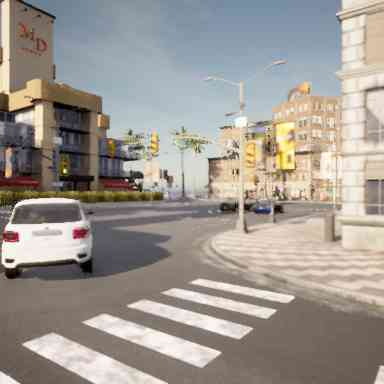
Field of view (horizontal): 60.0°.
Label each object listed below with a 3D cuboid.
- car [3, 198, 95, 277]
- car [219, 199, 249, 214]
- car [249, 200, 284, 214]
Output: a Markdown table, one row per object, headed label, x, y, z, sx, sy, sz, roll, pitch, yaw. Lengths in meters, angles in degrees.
| label | x | y | z | sx | sy | sz | roll | pitch | yaw |
| --- | --- | --- | --- | --- | --- | --- | --- | --- | --- |
| car | -4.288 | 1.210 | 10.510 | 2.150 | 2.045 | 5.566 | -1 | 0 | -18 |
| car | 4.826 | 1.460 | 36.011 | 1.882 | 1.535 | 5.008 | 0 | 0 | 35 |
| car | 7.954 | 1.550 | 34.333 | 1.994 | 1.385 | 4.181 | 0 | 0 | 36 |
